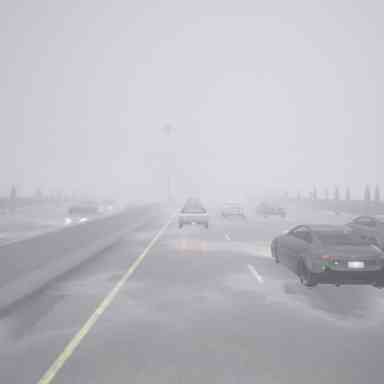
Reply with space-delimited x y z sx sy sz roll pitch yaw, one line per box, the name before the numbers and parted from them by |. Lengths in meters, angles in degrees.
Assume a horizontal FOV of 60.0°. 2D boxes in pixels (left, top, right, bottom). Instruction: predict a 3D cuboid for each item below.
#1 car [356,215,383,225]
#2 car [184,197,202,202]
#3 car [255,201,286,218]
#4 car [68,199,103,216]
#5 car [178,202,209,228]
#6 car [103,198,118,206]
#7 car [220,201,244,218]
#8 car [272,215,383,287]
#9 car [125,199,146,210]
car | 7.099 1.564 12.723 1.994 1.385 4.181 0 0 0
car | 0.099 1.354 40.704 2.097 1.767 4.553 0 0 0
car | 7.100 1.549 30.524 2.033 1.411 5.357 0 0 0
car | -10.595 1.479 32.738 1.882 1.535 5.008 0 0 0
car | 0.099 1.602 22.389 1.895 1.301 4.718 0 0 0
car | -14.039 1.603 56.285 1.895 1.301 4.718 0 0 1
car | 3.586 1.527 30.162 1.812 1.442 4.674 0 0 0
car | 3.599 1.564 9.303 1.994 1.385 4.181 0 0 0
car | -7.087 1.603 41.858 1.895 1.301 4.718 0 0 0
